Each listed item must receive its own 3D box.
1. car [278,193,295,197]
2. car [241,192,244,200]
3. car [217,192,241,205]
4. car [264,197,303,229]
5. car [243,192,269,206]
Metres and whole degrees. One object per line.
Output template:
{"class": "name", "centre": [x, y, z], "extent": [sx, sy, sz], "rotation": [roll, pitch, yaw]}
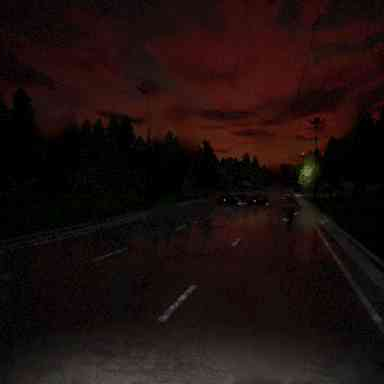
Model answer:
{"class": "car", "centre": [11.602, 0.914, 40.540], "extent": [2.128, 1.511, 4.902], "rotation": [1, 1, 17]}
{"class": "car", "centre": [7.446, 0.692, 51.467], "extent": [1.812, 1.442, 4.674], "rotation": [1, 1, 17]}
{"class": "car", "centre": [4.371, 0.882, 40.774], "extent": [1.994, 1.385, 4.181], "rotation": [1, 1, 17]}
{"class": "car", "centre": [5.451, 1.246, 19.370], "extent": [1.812, 1.442, 4.674], "rotation": [1, 1, 16]}
{"class": "car", "centre": [7.751, 0.945, 39.861], "extent": [1.994, 1.385, 4.181], "rotation": [1, 1, 17]}
